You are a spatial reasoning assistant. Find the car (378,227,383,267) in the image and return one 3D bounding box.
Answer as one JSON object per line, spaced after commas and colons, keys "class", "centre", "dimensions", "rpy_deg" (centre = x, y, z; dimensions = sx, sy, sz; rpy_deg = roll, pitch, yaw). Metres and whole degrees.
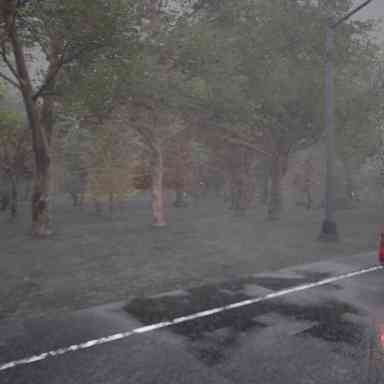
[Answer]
{"class": "car", "centre": [7.171, 1.254, 8.861], "dimensions": [5.566, 2.045, 2.150], "rpy_deg": [0, 0, -35]}
